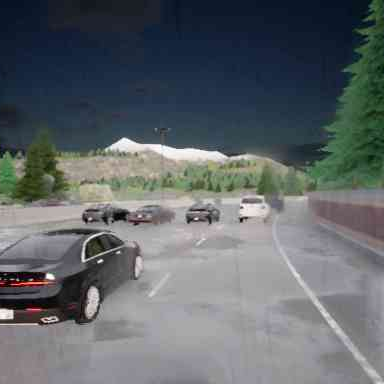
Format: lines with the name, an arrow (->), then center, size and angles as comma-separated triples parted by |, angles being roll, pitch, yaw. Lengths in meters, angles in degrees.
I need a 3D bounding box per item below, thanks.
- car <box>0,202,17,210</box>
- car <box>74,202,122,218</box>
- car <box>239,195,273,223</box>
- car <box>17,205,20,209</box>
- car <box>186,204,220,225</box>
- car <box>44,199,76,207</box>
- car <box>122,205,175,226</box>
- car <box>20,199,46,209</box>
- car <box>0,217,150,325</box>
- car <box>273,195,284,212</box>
car -> -23.615, 1.877, 41.223 | 1.895, 1.301, 4.718 | 0, 0, 19
car -> -6.279, 1.629, 24.868 | 2.128, 1.511, 4.902 | 0, 0, 14
car -> 5.137, 1.328, 26.982 | 2.150, 2.045, 5.566 | 0, 0, 16
car -> -19.490, 1.830, 42.427 | 1.994, 1.385, 4.181 | 0, 0, 19
car -> 0.907, 1.602, 24.800 | 2.128, 1.511, 4.902 | 0, 0, 14
car -> -13.870, 1.748, 37.230 | 1.812, 1.442, 4.674 | 0, 0, 18
car -> -2.824, 1.670, 24.448 | 2.033, 1.411, 5.357 | 0, 0, 14
car -> -17.063, 1.592, 38.696 | 2.097, 1.767, 4.553 | 0, 0, 19
car -> -2.480, 1.548, 7.284 | 1.837, 1.490, 4.892 | 0, 0, 7
car -> 9.842, 1.371, 40.433 | 2.150, 2.045, 5.566 | 0, 0, 21
